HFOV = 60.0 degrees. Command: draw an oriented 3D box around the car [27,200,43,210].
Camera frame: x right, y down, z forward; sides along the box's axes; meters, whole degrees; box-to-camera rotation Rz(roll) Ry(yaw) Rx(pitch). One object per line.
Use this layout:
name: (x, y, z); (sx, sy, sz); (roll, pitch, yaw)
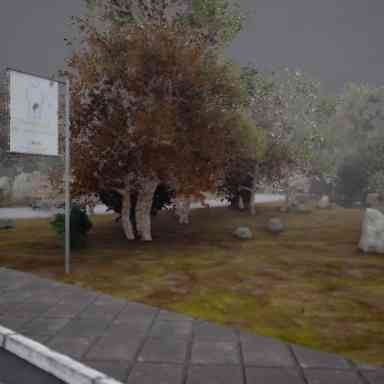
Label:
car: (-19.100, 1.608, 44.599); (2.033, 1.411, 5.357); (0, 0, 38)

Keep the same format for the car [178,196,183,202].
car: (-2.731, 1.146, 60.365); (2.150, 2.045, 5.566); (0, 0, 35)

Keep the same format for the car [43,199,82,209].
car: (-16.055, 1.557, 42.828); (1.837, 1.490, 4.892); (0, 0, 38)
